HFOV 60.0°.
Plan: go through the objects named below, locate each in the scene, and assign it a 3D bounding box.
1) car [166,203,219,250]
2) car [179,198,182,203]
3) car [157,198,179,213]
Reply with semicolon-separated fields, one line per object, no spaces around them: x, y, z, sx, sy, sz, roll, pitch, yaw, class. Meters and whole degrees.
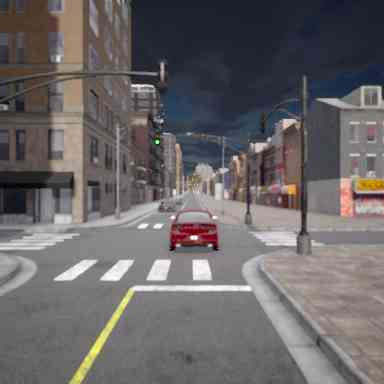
0.085;1.489;14.449;1.882;1.535;5.008;0;0;0;car
-2.777;1.689;58.844;1.994;1.385;4.181;0;0;0;car
-2.842;1.571;38.498;1.837;1.490;4.892;0;0;0;car
